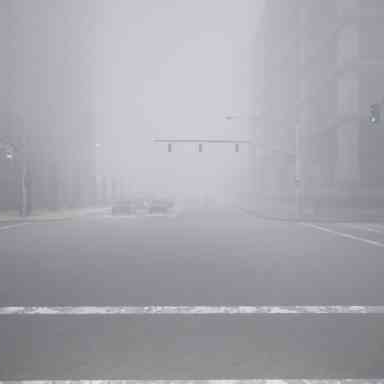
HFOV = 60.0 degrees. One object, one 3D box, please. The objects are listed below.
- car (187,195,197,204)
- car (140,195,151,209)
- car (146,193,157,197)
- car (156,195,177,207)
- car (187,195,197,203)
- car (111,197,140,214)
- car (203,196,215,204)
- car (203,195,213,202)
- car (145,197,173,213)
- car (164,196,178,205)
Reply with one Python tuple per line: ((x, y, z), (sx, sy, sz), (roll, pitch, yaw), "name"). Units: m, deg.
((0.009, 1.491, 64.309), (2.128, 1.511, 4.902), (0, 0, 0), "car")
((-7.091, 1.505, 44.317), (1.837, 1.490, 4.892), (0, 0, 0), "car")
((-7.075, 1.223, 57.753), (2.150, 2.045, 5.566), (0, 0, 0), "car")
((-3.592, 1.477, 46.728), (1.882, 1.535, 5.008), (0, 0, 0), "car")
((0.011, 1.508, 73.696), (2.128, 1.511, 4.902), (0, 0, 0), "car")
((-7.095, 1.505, 34.913), (1.837, 1.490, 4.892), (0, 0, 0), "car")
((3.510, 1.491, 64.620), (2.128, 1.511, 4.902), (0, 0, 0), "car")
((3.511, 1.507, 73.695), (1.812, 1.442, 4.674), (0, 0, 0), "car")
((-3.595, 1.547, 37.082), (2.033, 1.411, 5.357), (0, 0, 0), "car")
((-3.572, 1.492, 58.177), (2.128, 1.511, 4.902), (0, 0, 0), "car")
